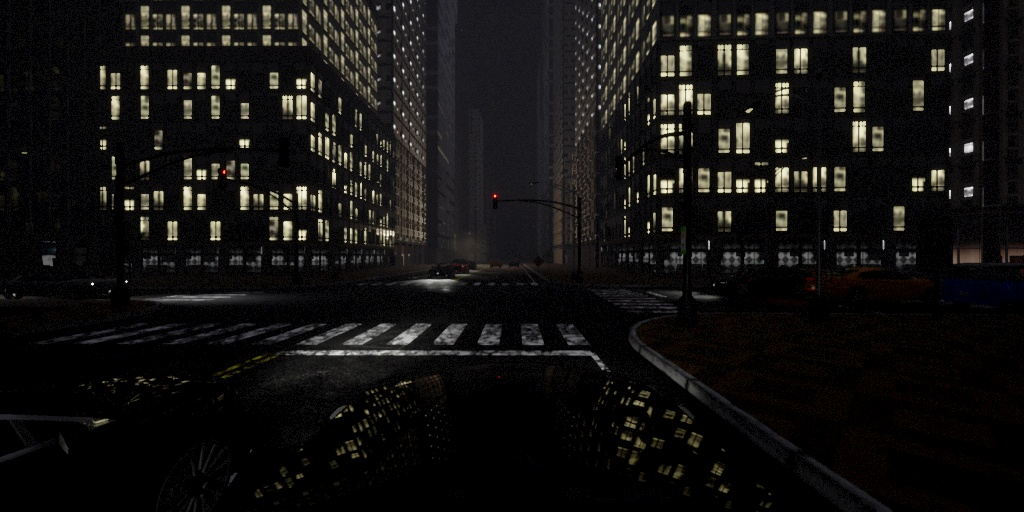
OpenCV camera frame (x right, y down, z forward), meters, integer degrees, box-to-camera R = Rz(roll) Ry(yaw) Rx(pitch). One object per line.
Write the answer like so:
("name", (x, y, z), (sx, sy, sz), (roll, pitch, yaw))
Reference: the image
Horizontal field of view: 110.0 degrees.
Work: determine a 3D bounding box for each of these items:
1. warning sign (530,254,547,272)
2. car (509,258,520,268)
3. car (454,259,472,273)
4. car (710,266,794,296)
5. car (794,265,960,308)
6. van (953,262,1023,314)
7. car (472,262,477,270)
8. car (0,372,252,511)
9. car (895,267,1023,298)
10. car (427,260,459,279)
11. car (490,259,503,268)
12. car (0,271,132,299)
("warning sign", (3.022, 0.912, 41.284), (1.300, 1.860, 1.060), (0, 0, 0))
("car", (0.373, 1.359, 64.788), (2.128, 1.511, 4.902), (0, 0, 1))
("car", (-6.419, 1.154, 43.288), (2.097, 1.767, 4.553), (0, 0, 0))
("car", (13.059, 1.274, 18.801), (4.892, 1.490, 1.837), (0, 0, 2))
("car", (15.805, 1.252, 15.740), (5.008, 1.535, 1.882), (0, 0, 2))
("van", (18.406, 1.120, 13.057), (3.998, 1.789, 1.690), (0, 0, 2))
("car", (-6.368, 1.377, 53.785), (2.033, 1.411, 5.357), (0, 0, 0))
("car", (-3.155, 1.241, 1.093), (2.128, 1.511, 4.902), (0, 0, 0))
("car", (23.459, 1.324, 18.380), (5.357, 1.411, 2.033), (0, 0, 2))
("car", (-6.462, 1.345, 33.291), (1.994, 1.385, 4.181), (0, 0, 0))
("car", (-2.878, 1.343, 64.070), (1.882, 1.535, 5.008), (0, 0, 0))
("car", (-21.312, 1.360, 17.113), (4.718, 1.301, 1.895), (0, 0, 0))
